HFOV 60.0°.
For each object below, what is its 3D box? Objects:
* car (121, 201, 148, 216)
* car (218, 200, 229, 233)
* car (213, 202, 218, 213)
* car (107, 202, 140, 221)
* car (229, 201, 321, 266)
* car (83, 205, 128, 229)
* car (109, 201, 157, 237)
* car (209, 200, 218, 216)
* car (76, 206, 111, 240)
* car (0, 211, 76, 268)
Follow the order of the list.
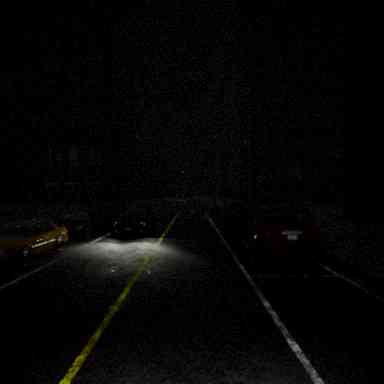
[{"bbox_3d":[-5.764,1.632,34.072,2.008,1.369,4.403,0,0,0],"label":"car"},{"bbox_3d":[2.759,1.353,17.165,2.192,1.841,5.009,0,0,0],"label":"car"},{"bbox_3d":[2.760,1.618,22.801,1.947,1.339,4.313,0,0,0],"label":"car"},{"bbox_3d":[-5.764,1.632,28.435,1.947,1.339,4.313,0,0,0],"label":"car"},{"bbox_3d":[2.759,1.340,11.529,2.192,1.841,5.009,0,0,0],"label":"car"},{"bbox_3d":[-5.765,1.618,22.799,1.947,1.339,4.313,0,0,0],"label":"car"},{"bbox_3d":[-3.097,1.519,18.621,1.882,1.535,5.008,0,0,0],"label":"car"},{"bbox_3d":[2.760,1.522,34.073,1.967,1.590,4.097,0,0,0],"label":"car"},{"bbox_3d":[-5.765,1.620,17.162,1.802,1.307,4.206,0,0,0],"label":"car"},{"bbox_3d":[-5.765,1.550,11.356,1.752,1.417,4.829,0,0,0],"label":"car"}]
